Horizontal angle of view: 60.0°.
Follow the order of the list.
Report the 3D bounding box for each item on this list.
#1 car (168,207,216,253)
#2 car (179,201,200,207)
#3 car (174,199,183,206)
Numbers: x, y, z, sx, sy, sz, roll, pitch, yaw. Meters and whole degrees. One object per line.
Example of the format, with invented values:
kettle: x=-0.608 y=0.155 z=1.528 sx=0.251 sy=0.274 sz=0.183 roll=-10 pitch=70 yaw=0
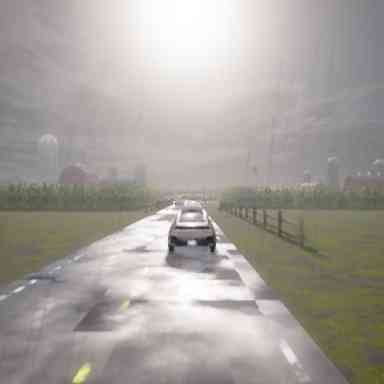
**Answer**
car: x=0.007 y=1.631 z=14.331 sx=2.128 sy=1.511 sz=4.902 roll=0 pitch=0 yaw=0
car: x=0.009 y=1.800 z=29.335 sx=1.837 sy=1.490 sz=4.892 roll=0 pitch=0 yaw=0
car: x=-2.738 y=2.275 z=71.785 sx=1.837 sy=1.490 sz=4.892 roll=0 pitch=-1 yaw=0
